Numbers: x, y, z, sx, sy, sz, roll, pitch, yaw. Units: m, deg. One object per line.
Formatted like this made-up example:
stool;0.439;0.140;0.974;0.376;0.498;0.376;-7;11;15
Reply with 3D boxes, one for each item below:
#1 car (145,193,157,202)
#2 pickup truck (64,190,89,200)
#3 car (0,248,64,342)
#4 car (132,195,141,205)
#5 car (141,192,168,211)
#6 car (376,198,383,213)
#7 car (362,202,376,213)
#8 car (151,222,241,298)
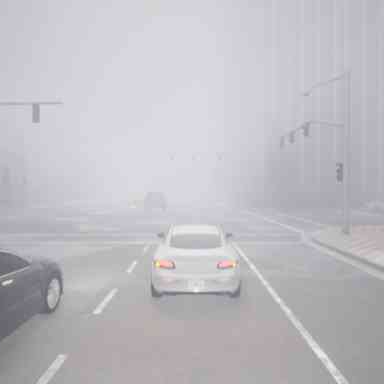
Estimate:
car;-7.972;1.056;64.895;1.837;1.490;4.892;0;1;0
pickup truck;-24.637;0.574;70.305;2.390;2.098;6.274;0;0;30
car;-3.434;1.472;4.600;1.837;1.490;4.892;0;0;1
car;-7.808;1.133;49.913;1.882;1.535;5.008;0;0;0
car;-3.911;0.969;36.508;2.150;2.045;5.566;0;0;-1
car;19.170;1.325;29.071;4.674;1.442;1.812;0;0;-1
car;19.158;1.301;32.571;4.674;1.442;1.812;0;0;-1
car;0.080;1.468;8.249;1.812;1.442;4.674;0;0;0
